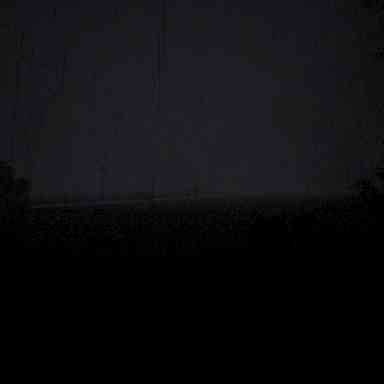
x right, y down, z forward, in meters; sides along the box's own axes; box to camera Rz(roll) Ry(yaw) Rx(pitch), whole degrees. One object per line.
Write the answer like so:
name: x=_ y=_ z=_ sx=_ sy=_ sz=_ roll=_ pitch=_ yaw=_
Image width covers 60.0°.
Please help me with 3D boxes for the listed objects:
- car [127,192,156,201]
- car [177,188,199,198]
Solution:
car: x=-8.295 y=0.745 z=55.001 sx=2.033 sy=1.411 sz=5.357 roll=1 pitch=2 yaw=34
car: x=-0.732 y=0.150 z=66.750 sx=2.150 sy=2.045 sz=5.566 roll=1 pitch=1 yaw=32
